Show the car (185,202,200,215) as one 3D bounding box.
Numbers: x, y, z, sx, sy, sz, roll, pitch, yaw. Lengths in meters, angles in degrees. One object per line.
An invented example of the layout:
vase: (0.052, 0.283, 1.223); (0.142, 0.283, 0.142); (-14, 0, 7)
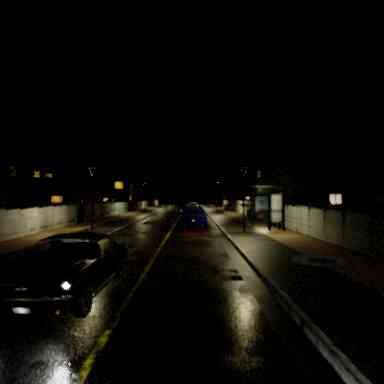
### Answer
car: (0.095, 2.063, 42.497); (1.812, 1.442, 4.674); (0, -1, 0)

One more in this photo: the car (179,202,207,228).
car: (0.099, 1.764, 24.490); (1.882, 1.535, 5.008); (0, 0, 0)

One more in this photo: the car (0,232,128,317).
car: (-2.837, 1.688, 7.740); (1.895, 1.301, 4.718); (0, -1, 0)
